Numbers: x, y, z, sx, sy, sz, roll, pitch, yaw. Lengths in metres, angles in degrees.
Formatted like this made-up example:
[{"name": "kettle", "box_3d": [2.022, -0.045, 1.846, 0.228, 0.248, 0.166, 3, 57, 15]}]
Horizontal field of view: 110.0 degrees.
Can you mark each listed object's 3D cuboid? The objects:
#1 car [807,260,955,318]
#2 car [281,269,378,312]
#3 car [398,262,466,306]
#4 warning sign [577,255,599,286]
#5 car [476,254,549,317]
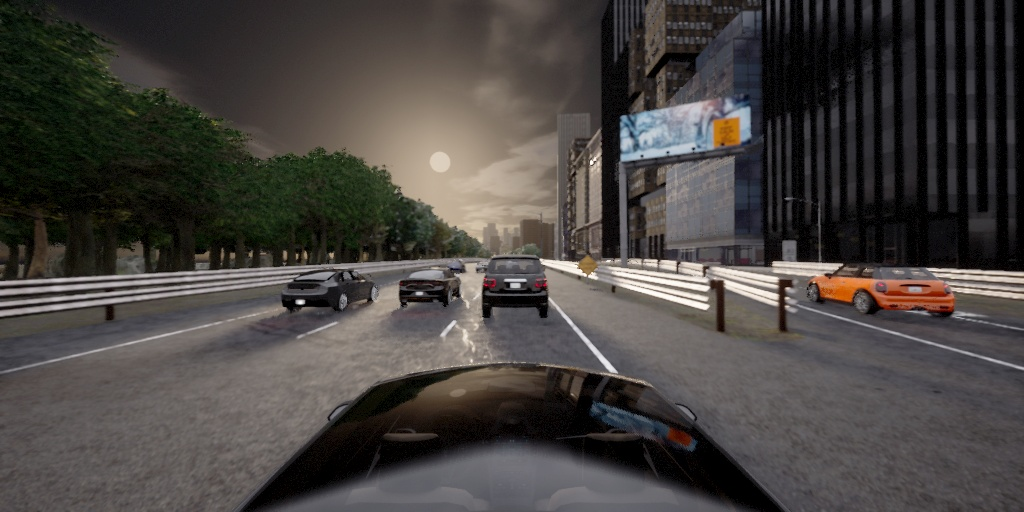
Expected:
[{"name": "car", "box_3d": [12.750, 1.021, 12.845, 2.097, 1.767, 4.553, 0, 0, 16]}, {"name": "car", "box_3d": [-6.895, 1.251, 14.108, 1.837, 1.490, 4.892, 0, 0, 0]}, {"name": "car", "box_3d": [-3.398, 1.222, 15.637, 1.882, 1.535, 5.008, 0, 0, 0]}, {"name": "warning sign", "box_3d": [4.556, 0.853, 21.501, 1.300, 1.860, 1.060, 0, 0, 0]}, {"name": "car", "box_3d": [0.103, 0.968, 13.326, 2.150, 2.045, 5.566, 0, 0, 0]}]
